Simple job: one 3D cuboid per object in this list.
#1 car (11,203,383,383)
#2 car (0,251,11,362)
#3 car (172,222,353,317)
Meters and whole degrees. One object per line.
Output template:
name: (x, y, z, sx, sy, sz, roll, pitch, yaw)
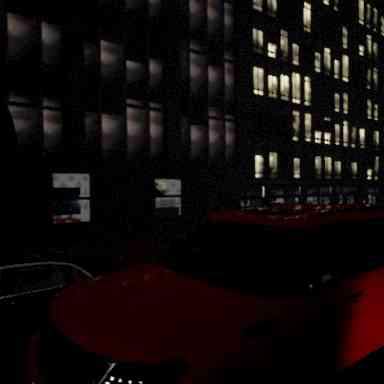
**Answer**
car: (1.068, 1.205, 4.136, 5.566, 2.045, 2.150, 0, 0, -35)
car: (-2.834, 1.549, 4.550, 4.403, 1.369, 2.008, 0, 0, -35)
car: (1.798, 1.551, 7.845, 4.206, 1.307, 1.802, 0, 0, -35)
